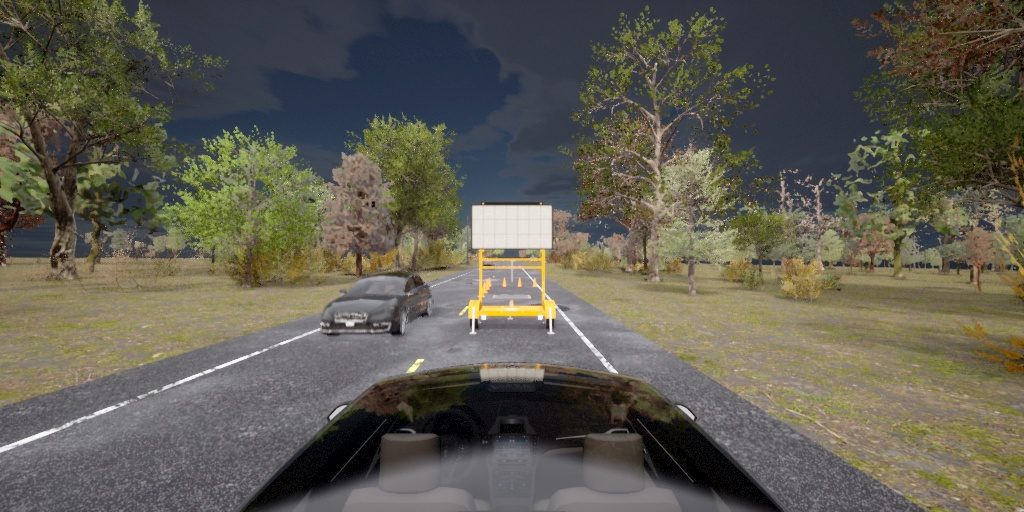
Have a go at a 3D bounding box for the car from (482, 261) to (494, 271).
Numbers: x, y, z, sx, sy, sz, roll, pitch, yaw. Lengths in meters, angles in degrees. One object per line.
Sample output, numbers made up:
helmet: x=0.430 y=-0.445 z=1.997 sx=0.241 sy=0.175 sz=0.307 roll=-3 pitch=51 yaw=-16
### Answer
car: x=-3.607 y=1.421 z=51.893 sx=1.895 sy=1.301 sz=4.718 roll=0 pitch=0 yaw=0

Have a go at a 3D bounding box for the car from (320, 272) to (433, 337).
car: x=-3.602 y=1.258 z=10.399 sx=1.837 sy=1.490 sz=4.892 roll=0 pitch=0 yaw=0

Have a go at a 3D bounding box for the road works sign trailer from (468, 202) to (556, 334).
road works sign trailer: x=0.003 y=0.218 z=10.598 sx=2.380 sy=3.560 sz=2.880 roll=0 pitch=0 yaw=0
